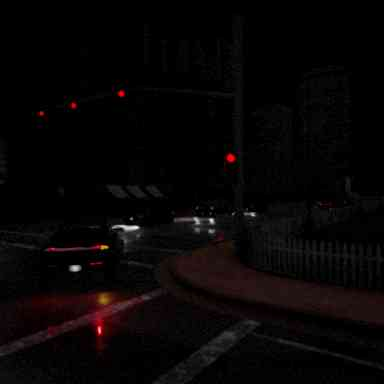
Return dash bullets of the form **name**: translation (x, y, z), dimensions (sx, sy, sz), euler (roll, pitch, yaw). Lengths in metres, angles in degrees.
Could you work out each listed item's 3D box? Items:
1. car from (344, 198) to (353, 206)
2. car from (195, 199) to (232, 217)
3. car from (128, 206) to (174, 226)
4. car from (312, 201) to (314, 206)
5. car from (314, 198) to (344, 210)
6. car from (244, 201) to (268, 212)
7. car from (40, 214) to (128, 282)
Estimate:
- **car**: translation (24.400, 1.653, 53.349), dimensions (2.033, 1.411, 5.357), euler (-1, 0, 34)
- **car**: translation (2.222, 1.521, 33.357), dimensions (2.097, 1.767, 4.553), euler (-1, 0, 34)
- **car**: translation (-3.197, 1.730, 25.334), dimensions (1.994, 1.385, 4.181), euler (-1, 0, 34)
- **car**: translation (21.524, 1.741, 55.336), dimensions (1.895, 1.301, 4.718), euler (-1, 0, 34)
- **car**: translation (18.455, 1.651, 44.527), dimensions (2.033, 1.411, 5.357), euler (-1, 0, 34)
- **car**: translation (7.786, 1.772, 41.574), dimensions (1.895, 1.301, 4.718), euler (-1, 0, 34)
- **car**: translation (-3.161, 1.573, 10.135), dimensions (2.128, 1.511, 4.902), euler (-1, 0, -10)
